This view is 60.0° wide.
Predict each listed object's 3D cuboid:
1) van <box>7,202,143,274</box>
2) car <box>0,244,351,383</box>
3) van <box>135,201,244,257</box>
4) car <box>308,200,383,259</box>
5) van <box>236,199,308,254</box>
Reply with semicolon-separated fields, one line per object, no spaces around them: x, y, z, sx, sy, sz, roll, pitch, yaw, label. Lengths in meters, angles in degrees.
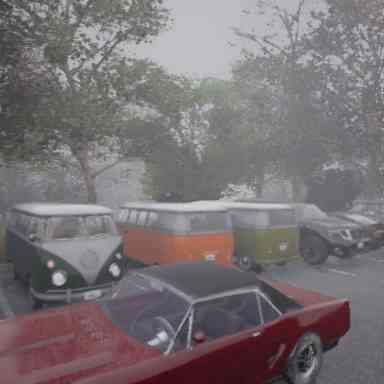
-3.056;1.256;7.738;1.878;1.987;4.442;0;0;-36;van
-0.286;1.606;3.783;4.718;1.301;1.895;1;0;-36;car
-0.828;1.288;9.613;1.878;1.987;4.442;1;0;-35;van
3.664;1.323;12.641;2.435;2.045;5.566;1;0;-36;car
1.325;1.317;11.150;1.878;1.987;4.442;1;0;-36;van
